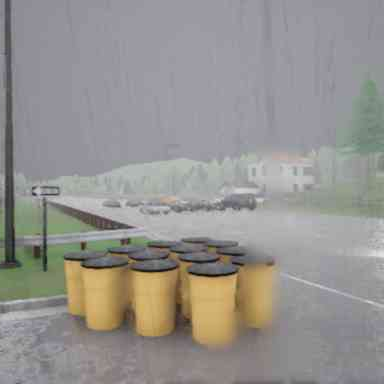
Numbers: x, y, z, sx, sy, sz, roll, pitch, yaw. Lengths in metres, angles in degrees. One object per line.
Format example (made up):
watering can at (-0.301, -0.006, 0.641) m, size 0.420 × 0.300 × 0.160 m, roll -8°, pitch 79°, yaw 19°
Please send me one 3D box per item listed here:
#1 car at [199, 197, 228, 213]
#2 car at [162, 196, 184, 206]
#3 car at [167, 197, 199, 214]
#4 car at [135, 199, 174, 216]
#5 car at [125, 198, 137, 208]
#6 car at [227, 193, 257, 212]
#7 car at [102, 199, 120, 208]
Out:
car at (1.791, 1.529, 37.967) m, size 1.812 × 1.442 × 4.674 m, roll -1°, pitch 0°, yaw -27°
car at (-3.296, 1.548, 56.130) m, size 1.882 × 1.535 × 5.008 m, roll -1°, pitch 0°, yaw -26°
car at (-1.391, 1.562, 36.509) m, size 1.812 × 1.442 × 4.674 m, roll -1°, pitch 0°, yaw -27°
car at (-3.919, 1.663, 33.763) m, size 1.895 × 1.301 × 4.718 m, roll -1°, pitch 0°, yaw -26°
car at (-9.163, 1.696, 52.212) m, size 1.994 × 1.385 × 4.181 m, roll -1°, pitch 0°, yaw -26°
car at (5.248, 1.187, 38.900) m, size 2.150 × 2.045 × 5.566 m, roll -1°, pitch 0°, yaw -26°
car at (-12.342, 1.730, 50.744) m, size 1.994 × 1.385 × 4.181 m, roll -1°, pitch 0°, yaw -26°
